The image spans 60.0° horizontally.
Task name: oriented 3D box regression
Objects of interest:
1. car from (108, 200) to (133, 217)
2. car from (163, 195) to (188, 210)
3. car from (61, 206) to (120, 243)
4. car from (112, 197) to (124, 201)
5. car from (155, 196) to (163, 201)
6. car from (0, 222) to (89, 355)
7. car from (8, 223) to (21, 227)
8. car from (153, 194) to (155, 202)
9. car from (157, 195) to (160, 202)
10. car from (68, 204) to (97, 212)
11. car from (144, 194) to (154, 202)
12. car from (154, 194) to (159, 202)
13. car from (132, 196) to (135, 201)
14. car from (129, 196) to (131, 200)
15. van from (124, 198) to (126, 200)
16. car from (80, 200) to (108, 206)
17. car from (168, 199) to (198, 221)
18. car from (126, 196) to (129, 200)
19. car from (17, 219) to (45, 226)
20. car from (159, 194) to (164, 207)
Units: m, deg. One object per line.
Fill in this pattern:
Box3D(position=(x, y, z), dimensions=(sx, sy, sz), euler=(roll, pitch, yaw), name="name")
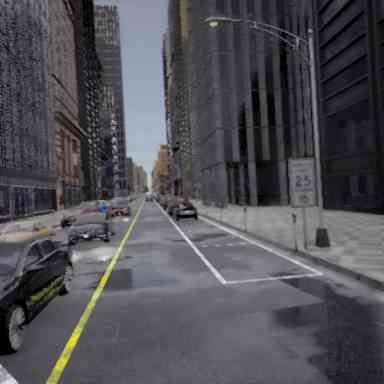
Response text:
Box3D(position=(-7.266, 1.906, 34.179), dimensions=(1.994, 1.385, 4.181), euler=(-3, 0, -7), name="car")
Box3D(position=(-1.337, 1.340, 32.923), dimensions=(2.192, 1.841, 5.009), euler=(-3, 0, -7), name="car")
Box3D(position=(-5.109, 1.760, 17.382), dimensions=(1.837, 1.490, 4.892), euler=(-3, 0, -8), name="car")
Box3D(position=(-12.696, 2.018, 54.126), dimensions=(1.967, 1.590, 4.097), euler=(-2, 0, -7), name="car")
Box3D(position=(-9.366, 1.812, 94.268), dimensions=(2.008, 1.369, 4.403), euler=(-2, 0, -7), name="car")
Box3D(position=(-3.651, 1.681, 6.327), dimensions=(2.128, 1.511, 4.902), euler=(-3, 0, -6), name="car")
Box3D(position=(-6.846, 1.903, 9.508), dimensions=(1.887, 1.381, 4.507), euler=(-3, 0, -7), name="car")
Box3D(position=(-7.914, 1.539, 83.114), dimensions=(2.192, 1.841, 5.009), euler=(-2, 0, -7), name="car")
Box3D(position=(-4.981, 1.687, 60.807), dimensions=(1.887, 1.381, 4.507), euler=(-3, 0, -7), name="car")
Box3D(position=(-9.038, 1.997, 26.239), dimensions=(1.887, 1.381, 4.507), euler=(-3, 0, -7), name="car")
Box3D(position=(-11.048, 1.897, 86.525), dimensions=(1.812, 1.442, 4.674), euler=(-3, 0, -7), name="car")
Box3D(position=(-6.452, 1.500, 71.960), dimensions=(2.192, 1.841, 5.009), euler=(-2, 0, -7), name="car")
Box3D(position=(-17.808, 2.263, 93.164), dimensions=(1.887, 1.381, 4.507), euler=(-2, 0, -7), name="car")
Box3D(position=(-15.615, 2.206, 76.433), dimensions=(1.887, 1.381, 4.507), euler=(-2, 0, -7), name="car")
Box3D(position=(-13.431, 1.940, 59.702), dimensions=(1.690, 1.788, 3.998), euler=(-2, 0, -7), name="van")
Box3D(position=(-9.779, 1.796, 31.817), dimensions=(2.192, 1.841, 5.009), euler=(-3, 0, -7), name="car")
Box3D(position=(-0.596, 1.562, 27.346), dimensions=(1.947, 1.339, 4.313), euler=(-3, 0, -7), name="car")
Box3D(position=(-14.163, 1.935, 65.279), dimensions=(2.192, 1.841, 5.009), euler=(-2, 0, -7), name="car")
Box3D(position=(-7.556, 1.916, 14.916), dimensions=(1.752, 1.417, 4.829), euler=(-3, 0, -7), name="car")
Box3D(position=(-2.798, 1.391, 44.076), dimensions=(2.192, 1.841, 5.009), euler=(-3, 0, -7), name="car")
